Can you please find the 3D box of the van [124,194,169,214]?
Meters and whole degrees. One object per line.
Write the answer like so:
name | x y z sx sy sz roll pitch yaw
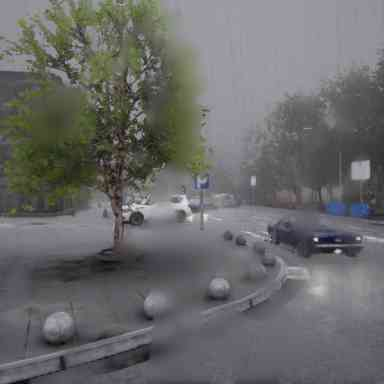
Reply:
van | -4.884 1.269 35.863 4.442 1.987 1.878 -1 0 -30

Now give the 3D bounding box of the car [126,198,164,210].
car | -6.317 1.538 44.807 4.674 1.452 2.002 -1 0 -30

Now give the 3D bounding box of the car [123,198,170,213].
car | -5.287 1.495 38.884 5.008 1.535 2.097 -1 0 -30

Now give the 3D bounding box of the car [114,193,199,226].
car | -2.729 1.238 24.066 5.566 2.045 2.435 -1 0 -30

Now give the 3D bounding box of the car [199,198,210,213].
car | 0.303 1.487 37.549 1.882 1.535 5.008 0 0 -10

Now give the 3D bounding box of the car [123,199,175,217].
car | -4.272 1.533 32.968 4.674 1.452 2.002 -1 0 -30

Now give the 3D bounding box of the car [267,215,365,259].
car | 4.499 1.603 12.860 1.895 1.301 4.718 0 0 -5

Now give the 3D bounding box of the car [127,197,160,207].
car | -7.817 1.536 53.705 4.792 1.488 2.163 -1 0 -30

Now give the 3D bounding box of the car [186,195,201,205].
car | 0.266 1.387 61.971 2.097 1.767 4.553 0 0 -10

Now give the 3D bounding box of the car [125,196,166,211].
car | -5.839 1.371 41.836 4.553 1.767 2.185 -1 0 -30

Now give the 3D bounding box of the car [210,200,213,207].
car | 1.999 1.584 52.233 1.994 1.385 4.181 0 0 -10

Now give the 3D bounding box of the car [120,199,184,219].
car | -3.588 1.486 30.101 5.366 1.575 1.946 -1 0 -30

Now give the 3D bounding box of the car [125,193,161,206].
car | -8.326 1.259 56.662 5.566 2.045 2.435 -1 0 -30

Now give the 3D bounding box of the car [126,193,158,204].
car | -9.859 1.279 65.548 5.566 2.045 2.435 -1 0 -30
